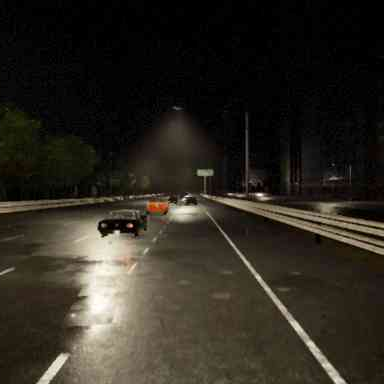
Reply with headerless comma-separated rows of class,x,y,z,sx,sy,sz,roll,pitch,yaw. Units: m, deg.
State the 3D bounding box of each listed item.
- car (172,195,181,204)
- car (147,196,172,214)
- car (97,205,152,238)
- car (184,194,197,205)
car,-3.727,1.595,65.480,1.837,1.490,4.892,0,0,0
car,-3.571,1.384,35.457,2.097,1.767,4.553,0,0,0
car,-3.519,1.613,17.850,1.895,1.301,4.718,0,0,0
car,-0.087,1.580,59.710,1.837,1.490,4.892,0,0,0
